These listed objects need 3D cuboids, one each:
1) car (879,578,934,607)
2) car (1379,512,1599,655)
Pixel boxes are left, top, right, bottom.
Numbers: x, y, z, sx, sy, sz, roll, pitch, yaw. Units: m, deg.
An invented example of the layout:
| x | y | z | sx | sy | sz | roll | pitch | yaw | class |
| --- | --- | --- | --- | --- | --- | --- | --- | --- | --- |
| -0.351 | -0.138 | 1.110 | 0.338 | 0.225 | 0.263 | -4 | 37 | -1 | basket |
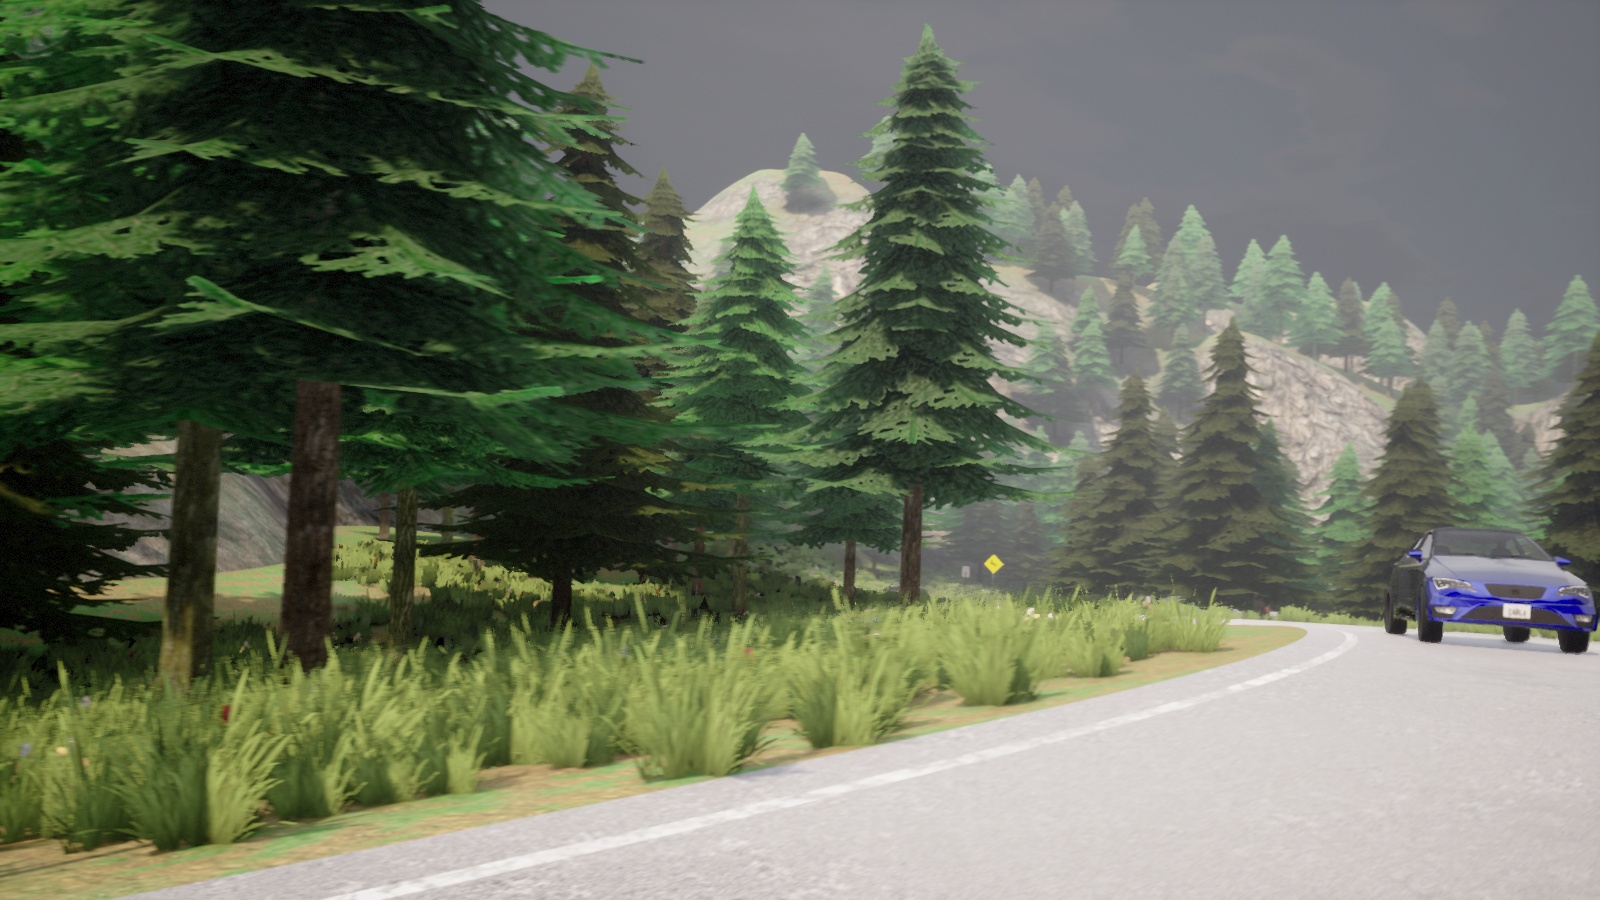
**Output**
| x | y | z | sx | sy | sz | roll | pitch | yaw | class |
| --- | --- | --- | --- | --- | --- | --- | --- | --- | --- |
| 6.622 | 8.847 | 77.969 | 1.789 | 1.549 | 3.705 | 0 | -7 | 33 | car |
| 8.572 | 1.664 | 15.828 | 1.816 | 1.474 | 4.193 | 2 | -5 | 18 | car |
